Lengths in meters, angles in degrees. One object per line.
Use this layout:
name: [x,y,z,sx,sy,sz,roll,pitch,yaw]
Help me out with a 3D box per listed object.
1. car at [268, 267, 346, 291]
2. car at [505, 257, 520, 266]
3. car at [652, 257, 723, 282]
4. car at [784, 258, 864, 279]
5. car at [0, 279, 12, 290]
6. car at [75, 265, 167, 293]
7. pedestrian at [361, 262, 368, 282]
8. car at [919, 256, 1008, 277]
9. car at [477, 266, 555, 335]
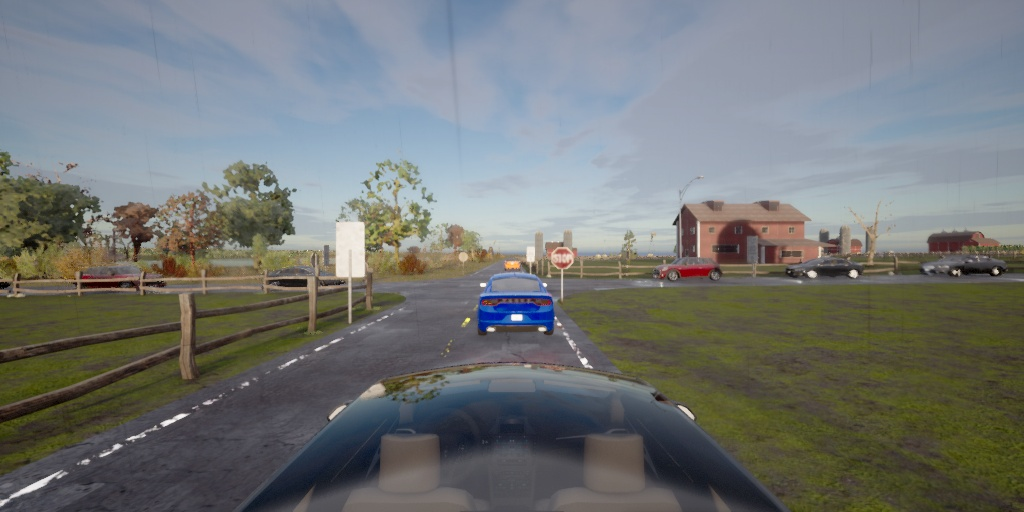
car: [-13.406,1.429,23.374,4.892,1.490,1.837,-1,0,4]
car: [0.071,1.090,51.509,2.097,1.767,4.553,0,0,0]
car: [12.704,0.882,26.201,4.553,1.767,2.097,-1,0,-1]
car: [22.679,0.890,26.178,4.892,1.490,1.837,-1,0,0]
car: [-36.909,1.843,24.179,4.718,1.301,1.895,-1,0,6]
car: [-25.681,1.443,23.657,4.553,1.767,2.097,-1,0,1]
pedestrian: [-12.175,1.157,29.452,0.375,1.860,0.375,0,1,0]
car: [32.736,0.726,26.096,4.902,1.511,2.128,-1,0,0]
car: [0.062,1.225,10.485,1.882,1.535,5.008,0,0,-1]
